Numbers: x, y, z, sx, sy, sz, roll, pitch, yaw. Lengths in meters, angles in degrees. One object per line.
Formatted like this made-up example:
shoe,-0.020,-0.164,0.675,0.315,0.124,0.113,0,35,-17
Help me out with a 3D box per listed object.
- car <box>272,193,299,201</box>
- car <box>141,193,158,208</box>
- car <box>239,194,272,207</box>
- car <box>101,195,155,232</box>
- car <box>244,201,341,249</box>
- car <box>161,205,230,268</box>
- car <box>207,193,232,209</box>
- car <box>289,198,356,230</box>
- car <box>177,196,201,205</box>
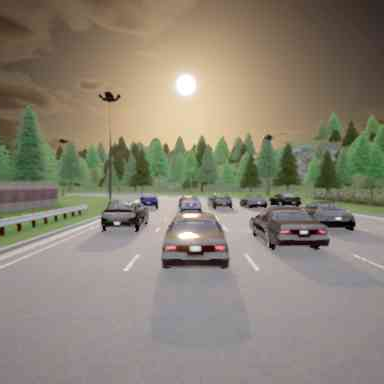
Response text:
car,9.543,0.825,34.562,1.882,1.535,5.008,0,1,-7
car,-4.554,0.826,34.548,1.882,1.535,5.008,0,1,-8
car,6.136,0.931,33.547,1.994,1.385,4.181,0,1,-7
car,-3.418,1.159,17.525,2.128,1.511,4.902,0,1,0
car,3.591,1.297,13.166,2.033,1.411,5.357,0,1,0
car,0.086,1.349,10.418,2.033,1.411,5.357,0,1,0
car,2.692,0.869,33.014,2.128,1.511,4.902,0,1,-7
car,7.074,1.221,18.105,1.994,1.385,4.181,0,1,-1
car,-0.271,1.016,28.151,2.033,1.411,5.357,0,1,-4
